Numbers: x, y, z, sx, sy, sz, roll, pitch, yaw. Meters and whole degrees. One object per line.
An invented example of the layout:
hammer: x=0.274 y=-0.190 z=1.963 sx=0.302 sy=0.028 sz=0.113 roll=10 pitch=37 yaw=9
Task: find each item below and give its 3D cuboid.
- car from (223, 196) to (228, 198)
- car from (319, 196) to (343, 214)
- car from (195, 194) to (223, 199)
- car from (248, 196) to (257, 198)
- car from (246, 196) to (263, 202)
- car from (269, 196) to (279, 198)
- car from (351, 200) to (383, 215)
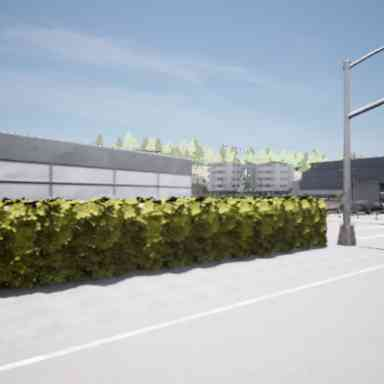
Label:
car: x=7.739 y=1.785 z=82.045 sx=4.514 sy=1.523 sz=2.007 roll=0 pitch=0 yaw=-36
car: x=16.868 y=1.594 z=37.806 sx=5.027 sy=1.636 sz=2.152 roll=0 pitch=0 yaw=-36
car: x=3.671 y=1.507 z=70.564 sx=4.605 sy=1.855 sz=1.932 roll=0 pitch=0 yaw=-36
car: x=10.371 y=1.668 z=60.038 sx=4.514 sy=1.523 sz=2.007 roll=0 pitch=0 yaw=-36
car: x=15.600 y=1.748 z=83.191 sx=3.806 sy=1.475 sz=1.970 roll=0 pitch=0 yaw=-36
car: x=19.612 y=1.653 z=78.172 sx=5.027 sy=1.636 sz=2.152 roll=0 pitch=0 yaw=-36
car: x=18.743 y=1.594 z=35.291 sx=4.514 sy=1.523 sz=2.007 roll=0 pitch=0 yaw=-36
